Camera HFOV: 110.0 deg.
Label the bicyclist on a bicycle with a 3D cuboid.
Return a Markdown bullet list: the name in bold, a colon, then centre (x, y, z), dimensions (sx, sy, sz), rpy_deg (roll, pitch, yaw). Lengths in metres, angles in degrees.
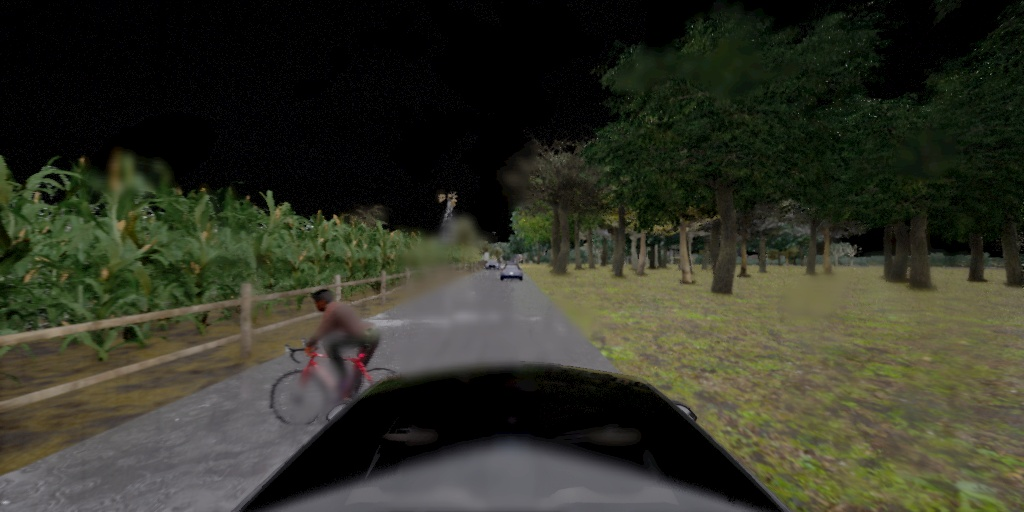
- **bicyclist on a bicycle**: centre (-2.069, 1.214, 4.265), dimensions (1.656, 1.620, 0.582), rpy_deg (-2, 0, 0)

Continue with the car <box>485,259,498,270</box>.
- **car**: centre (-2.959, 1.313, 55.836), dimensions (2.097, 1.767, 4.553), rpy_deg (0, 0, 0)

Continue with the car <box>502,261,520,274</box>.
- **car**: centre (-0.081, 1.412, 46.035), dimensions (2.128, 1.511, 4.902), rpy_deg (0, 0, 0)

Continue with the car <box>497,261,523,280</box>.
- **car**: centre (-0.032, 1.424, 32.117), dimensions (1.994, 1.385, 4.181), rpy_deg (0, 0, 1)
